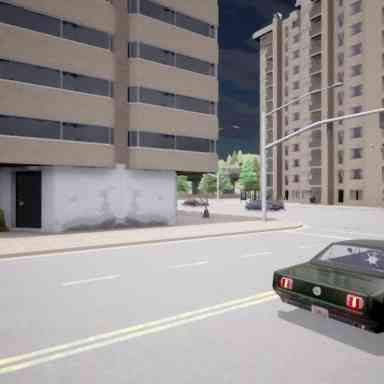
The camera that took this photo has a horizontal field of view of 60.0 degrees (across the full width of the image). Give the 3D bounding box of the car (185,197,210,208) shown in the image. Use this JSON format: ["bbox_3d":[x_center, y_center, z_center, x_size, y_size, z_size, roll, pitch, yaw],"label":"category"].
[{"bbox_3d":[0.680,1.525,49.307,1.812,1.442,4.674,0,0,-36],"label":"car"}]

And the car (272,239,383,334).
[{"bbox_3d":[3.839,1.601,6.516,4.718,1.301,1.895,0,0,-35],"label":"car"}]

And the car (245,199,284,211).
[{"bbox_3d":[8.172,1.563,38.938,1.994,1.385,4.181,0,0,-36],"label":"car"}]
